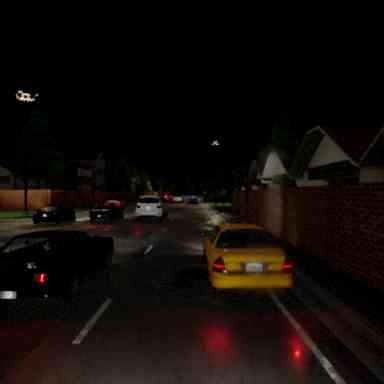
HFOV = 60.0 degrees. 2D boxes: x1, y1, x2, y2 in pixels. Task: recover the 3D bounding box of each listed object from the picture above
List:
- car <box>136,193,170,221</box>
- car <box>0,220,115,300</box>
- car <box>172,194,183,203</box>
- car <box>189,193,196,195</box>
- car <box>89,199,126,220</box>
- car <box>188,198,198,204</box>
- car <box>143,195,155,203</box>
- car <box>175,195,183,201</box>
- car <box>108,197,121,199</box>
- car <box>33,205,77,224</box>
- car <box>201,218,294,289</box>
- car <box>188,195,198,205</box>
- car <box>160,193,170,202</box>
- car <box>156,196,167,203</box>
[{"bbox_3d":[-3.328,1.301,28.127,2.150,2.045,5.566,0,0,0],"label":"car"},{"bbox_3d":[-3.380,1.625,8.394,1.895,1.301,4.718,0,0,0],"label":"car"},{"bbox_3d":[-3.309,1.423,73.813,2.150,2.045,5.566,0,0,0],"label":"car"},{"bbox_3d":[0.202,1.352,77.691,2.150,2.045,5.566,0,0,0],"label":"car"},{"bbox_3d":[-6.832,1.568,26.954,2.128,1.511,4.902,0,0,0],"label":"car"},{"bbox_3d":[0.177,1.819,68.390,1.895,1.301,4.718,0,0,0],"label":"car"},{"bbox_3d":[-10.292,1.581,80.020,2.097,1.767,4.553,0,0,0],"label":"car"},{"bbox_3d":[-3.281,1.611,84.202,1.812,1.442,4.674,0,0,0],"label":"car"},{"bbox_3d":[-10.284,1.479,44.652,2.097,1.767,4.553,0,0,0],"label":"car"},{"bbox_3d":[-10.335,1.636,25.360,1.994,1.385,4.181,0,0,0],"label":"car"},{"bbox_3d":[1.247,1.482,9.186,1.801,1.575,5.366,0,0,0],"label":"car"},{"bbox_3d":[0.162,1.725,62.660,2.033,1.411,5.357,0,0,0],"label":"car"},{"bbox_3d":[-6.779,1.381,85.072,2.150,2.045,5.566,0,0,0],"label":"car"},{"bbox_3d":[-6.806,1.727,74.944,2.128,1.511,4.902,0,0,0],"label":"car"}]
